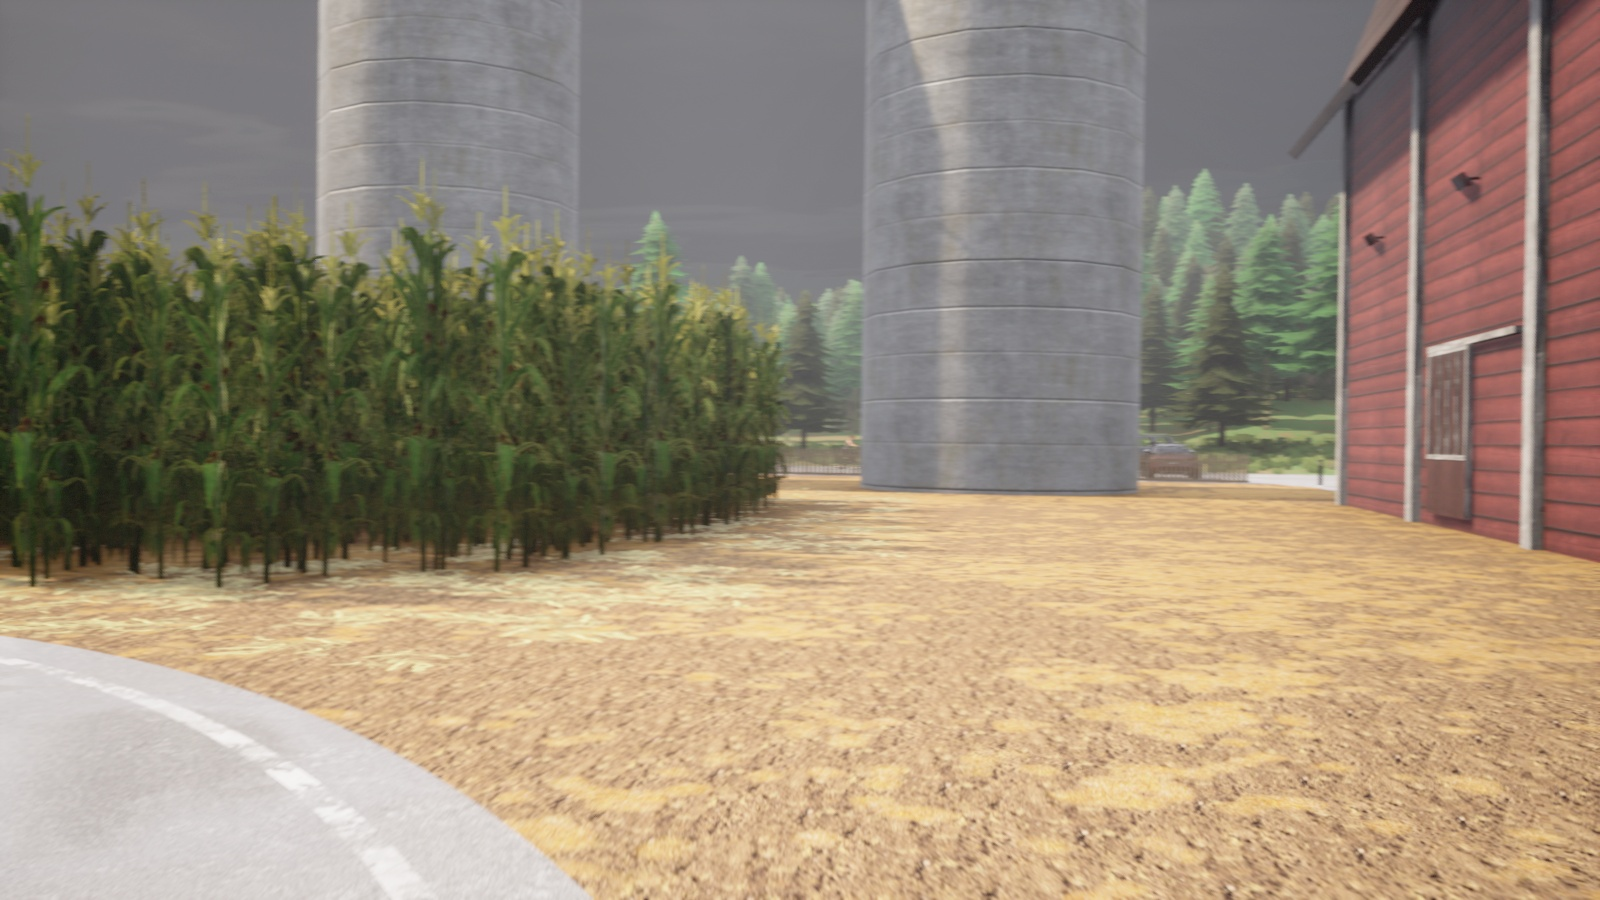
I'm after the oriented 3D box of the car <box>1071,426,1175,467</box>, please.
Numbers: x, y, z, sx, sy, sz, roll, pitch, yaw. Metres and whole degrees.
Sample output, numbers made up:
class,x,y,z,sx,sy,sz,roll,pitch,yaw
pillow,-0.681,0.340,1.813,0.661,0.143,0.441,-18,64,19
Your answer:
class,x,y,z,sx,sy,sz,roll,pitch,yaw
car,14.995,-0.158,58.489,4.605,1.855,1.932,0,0,12
